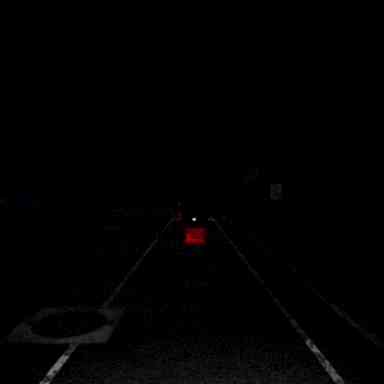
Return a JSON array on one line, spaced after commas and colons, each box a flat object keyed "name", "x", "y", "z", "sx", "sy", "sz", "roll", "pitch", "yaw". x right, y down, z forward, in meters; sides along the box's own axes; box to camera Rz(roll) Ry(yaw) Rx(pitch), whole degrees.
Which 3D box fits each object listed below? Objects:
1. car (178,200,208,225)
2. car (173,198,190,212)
[{"name": "car", "x": 0.161, "y": 1.592, "z": 24.991, "sx": 1.837, "sy": 1.490, "sz": 4.892, "roll": 0, "pitch": 0, "yaw": 0}, {"name": "car", "x": -1.095, "y": 1.517, "z": 41.930, "sx": 2.097, "sy": 1.767, "sz": 4.553, "roll": 1, "pitch": 0, "yaw": -9}]
